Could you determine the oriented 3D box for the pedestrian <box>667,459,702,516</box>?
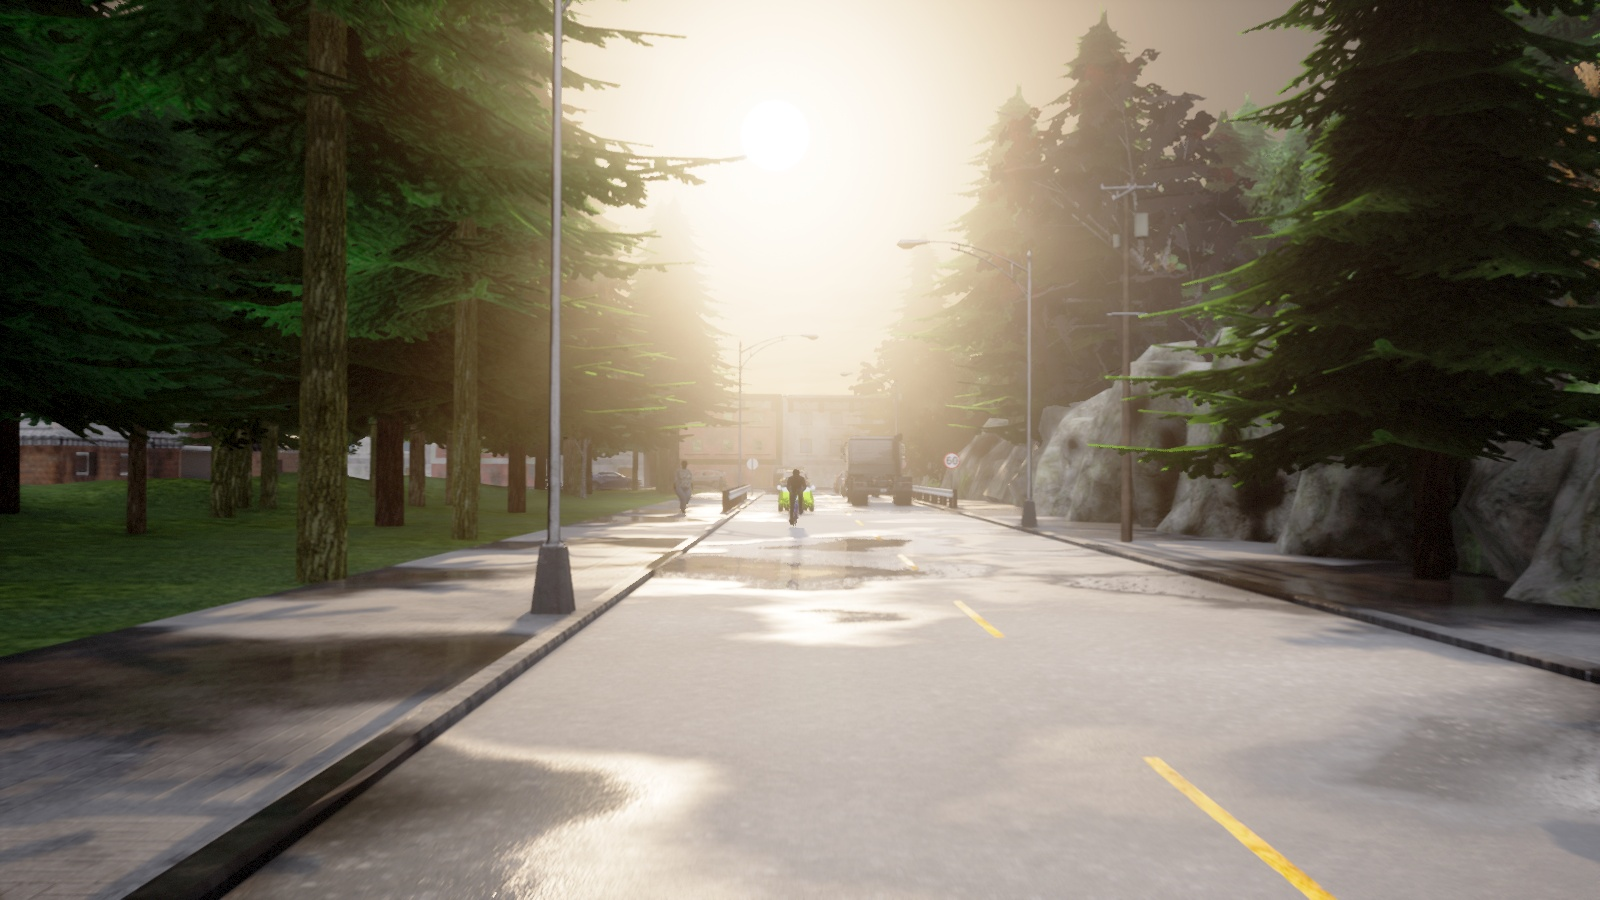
[{"bbox_3d":[-3.865,1.243,42.009,0.874,1.855,0.900,0,-1,-31],"label":"pedestrian"}]

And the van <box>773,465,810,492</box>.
[{"bbox_3d":[-0.692,2.148,94.243,1.775,1.987,4.442,0,-1,-14],"label":"van"}]

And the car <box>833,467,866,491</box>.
[{"bbox_3d":[3.573,2.102,90.955,2.152,1.651,5.027,0,-1,-1],"label":"car"}]

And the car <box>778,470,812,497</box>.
[{"bbox_3d":[-0.329,2.048,77.777,2.033,1.649,4.856,0,-1,0],"label":"car"}]

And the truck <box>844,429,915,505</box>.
[{"bbox_3d":[3.783,0.845,61.394,2.891,3.462,7.936,0,-1,0],"label":"truck"}]

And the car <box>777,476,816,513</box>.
[{"bbox_3d":[-0.133,1.683,48.468,1.481,1.376,2.207,0,-1,0],"label":"car"}]
